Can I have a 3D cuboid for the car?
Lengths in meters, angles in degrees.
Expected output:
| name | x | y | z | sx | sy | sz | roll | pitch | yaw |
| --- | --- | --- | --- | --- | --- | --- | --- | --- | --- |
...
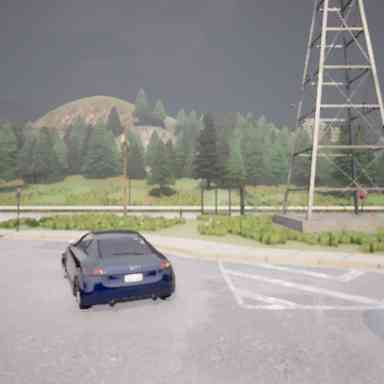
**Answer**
| name | x | y | z | sx | sy | sz | roll | pitch | yaw |
| --- | --- | --- | --- | --- | --- | --- | --- | --- | --- |
| car | -1.955 | 1.602 | 8.102 | 1.994 | 1.385 | 4.181 | 0 | 0 | -25 |
